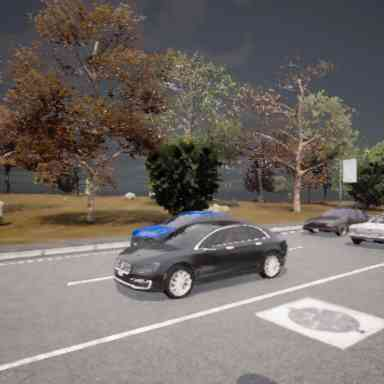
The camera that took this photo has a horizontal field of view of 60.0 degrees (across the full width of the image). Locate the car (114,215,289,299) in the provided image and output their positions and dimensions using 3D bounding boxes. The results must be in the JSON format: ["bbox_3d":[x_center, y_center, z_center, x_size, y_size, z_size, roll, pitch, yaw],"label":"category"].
[{"bbox_3d":[0.438,1.522,8.589,4.892,1.490,1.837,0,0,-36],"label":"car"}]

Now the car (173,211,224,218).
[{"bbox_3d":[0.112,1.502,12.664,5.008,1.535,1.882,0,0,-36],"label":"car"}]

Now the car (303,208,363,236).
[{"bbox_3d":[8.610,1.609,18.926,5.357,1.411,2.033,0,0,-37],"label":"car"}]

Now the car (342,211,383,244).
[{"bbox_3d":[8.964,1.649,14.831,4.718,1.301,1.895,0,0,-37],"label":"car"}]
